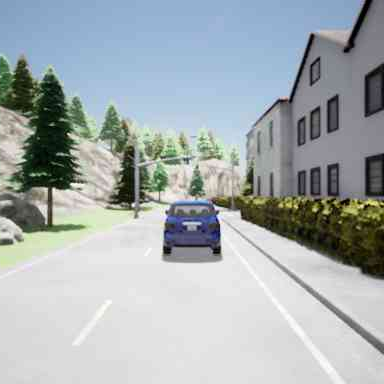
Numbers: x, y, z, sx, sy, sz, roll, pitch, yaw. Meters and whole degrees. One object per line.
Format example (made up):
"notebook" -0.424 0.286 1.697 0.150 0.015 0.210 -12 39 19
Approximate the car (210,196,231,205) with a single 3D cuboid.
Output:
"car" 7.026 1.976 81.234 2.150 2.045 5.566 0 -1 40

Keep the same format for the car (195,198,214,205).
"car" 3.058 2.296 81.825 2.033 1.411 5.357 0 -1 35

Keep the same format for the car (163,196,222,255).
"car" 0.002 1.347 14.018 2.150 2.045 5.566 0 0 0
